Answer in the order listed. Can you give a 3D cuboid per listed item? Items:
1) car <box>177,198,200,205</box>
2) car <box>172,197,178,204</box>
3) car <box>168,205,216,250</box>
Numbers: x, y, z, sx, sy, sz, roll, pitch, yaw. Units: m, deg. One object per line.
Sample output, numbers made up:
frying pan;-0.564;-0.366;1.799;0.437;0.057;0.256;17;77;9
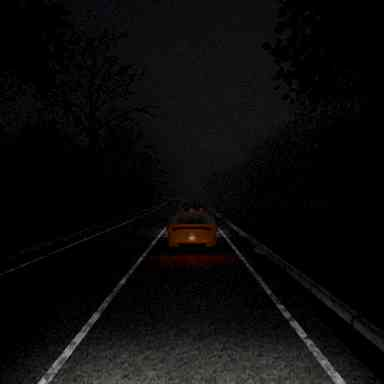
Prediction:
car;0.001;1.595;29.627;2.097;1.767;4.553;0;-1;0
car;-3.499;1.979;75.985;1.812;1.442;4.674;0;0;0
car;0.000;1.561;14.656;1.882;1.535;5.008;0;0;0
